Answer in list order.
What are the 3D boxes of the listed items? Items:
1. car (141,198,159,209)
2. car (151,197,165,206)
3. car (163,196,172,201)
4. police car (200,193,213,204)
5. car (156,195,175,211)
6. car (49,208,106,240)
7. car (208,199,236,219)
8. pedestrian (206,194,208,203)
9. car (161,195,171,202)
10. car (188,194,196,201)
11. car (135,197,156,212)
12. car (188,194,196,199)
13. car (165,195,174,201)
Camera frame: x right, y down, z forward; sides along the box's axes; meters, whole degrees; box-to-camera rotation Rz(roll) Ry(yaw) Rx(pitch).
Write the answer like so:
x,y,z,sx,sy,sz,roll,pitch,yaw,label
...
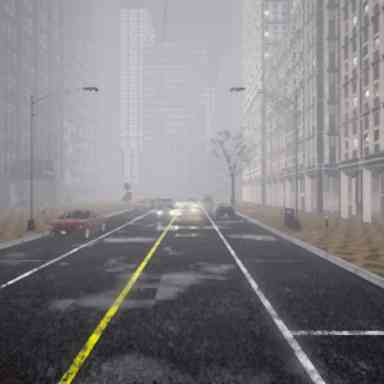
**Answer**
x,y,z,sx,sy,sz,roll,pitch,yaw,label
-5.683,1.514,45.155,1.887,1.381,4.507,1,0,0,car
-5.684,1.525,56.440,1.947,1.339,4.313,1,0,0,car
-5.684,1.519,79.012,1.802,1.307,4.206,1,0,0,car
2.999,1.378,63.811,1.930,1.638,5.238,0,0,0,police car
-3.093,1.498,41.005,1.812,1.442,4.674,0,0,0,car
-5.683,1.535,16.941,1.887,1.381,4.507,1,0,0,car
2.698,1.533,28.238,2.008,1.369,4.403,1,0,0,car
2.999,1.243,66.828,0.375,1.860,0.375,1,-1,0,pedestrian
-5.683,1.383,73.369,1.967,1.590,4.097,1,0,0,car
-0.002,1.422,76.731,1.994,1.385,4.181,0,0,0,car
-5.683,1.499,39.343,1.752,1.417,4.829,1,0,0,car
-0.001,1.291,92.363,1.994,1.385,4.181,0,0,0,car
-5.685,1.497,84.654,1.947,1.339,4.313,1,0,0,car
